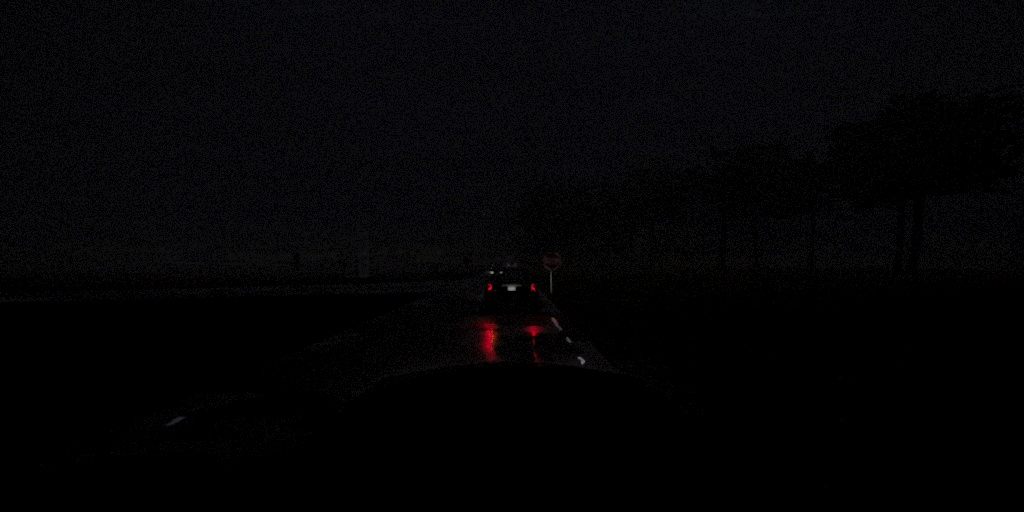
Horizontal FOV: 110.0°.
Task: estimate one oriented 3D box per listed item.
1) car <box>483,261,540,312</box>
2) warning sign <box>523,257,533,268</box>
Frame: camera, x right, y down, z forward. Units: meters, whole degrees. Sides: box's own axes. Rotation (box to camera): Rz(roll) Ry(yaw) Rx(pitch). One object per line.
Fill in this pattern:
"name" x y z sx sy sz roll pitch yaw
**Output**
"car" -0.070 1.230 15.139 2.097 1.767 4.553 0 -1 -2
"warning sign" 2.412 1.574 58.353 1.300 1.860 1.060 0 0 0
